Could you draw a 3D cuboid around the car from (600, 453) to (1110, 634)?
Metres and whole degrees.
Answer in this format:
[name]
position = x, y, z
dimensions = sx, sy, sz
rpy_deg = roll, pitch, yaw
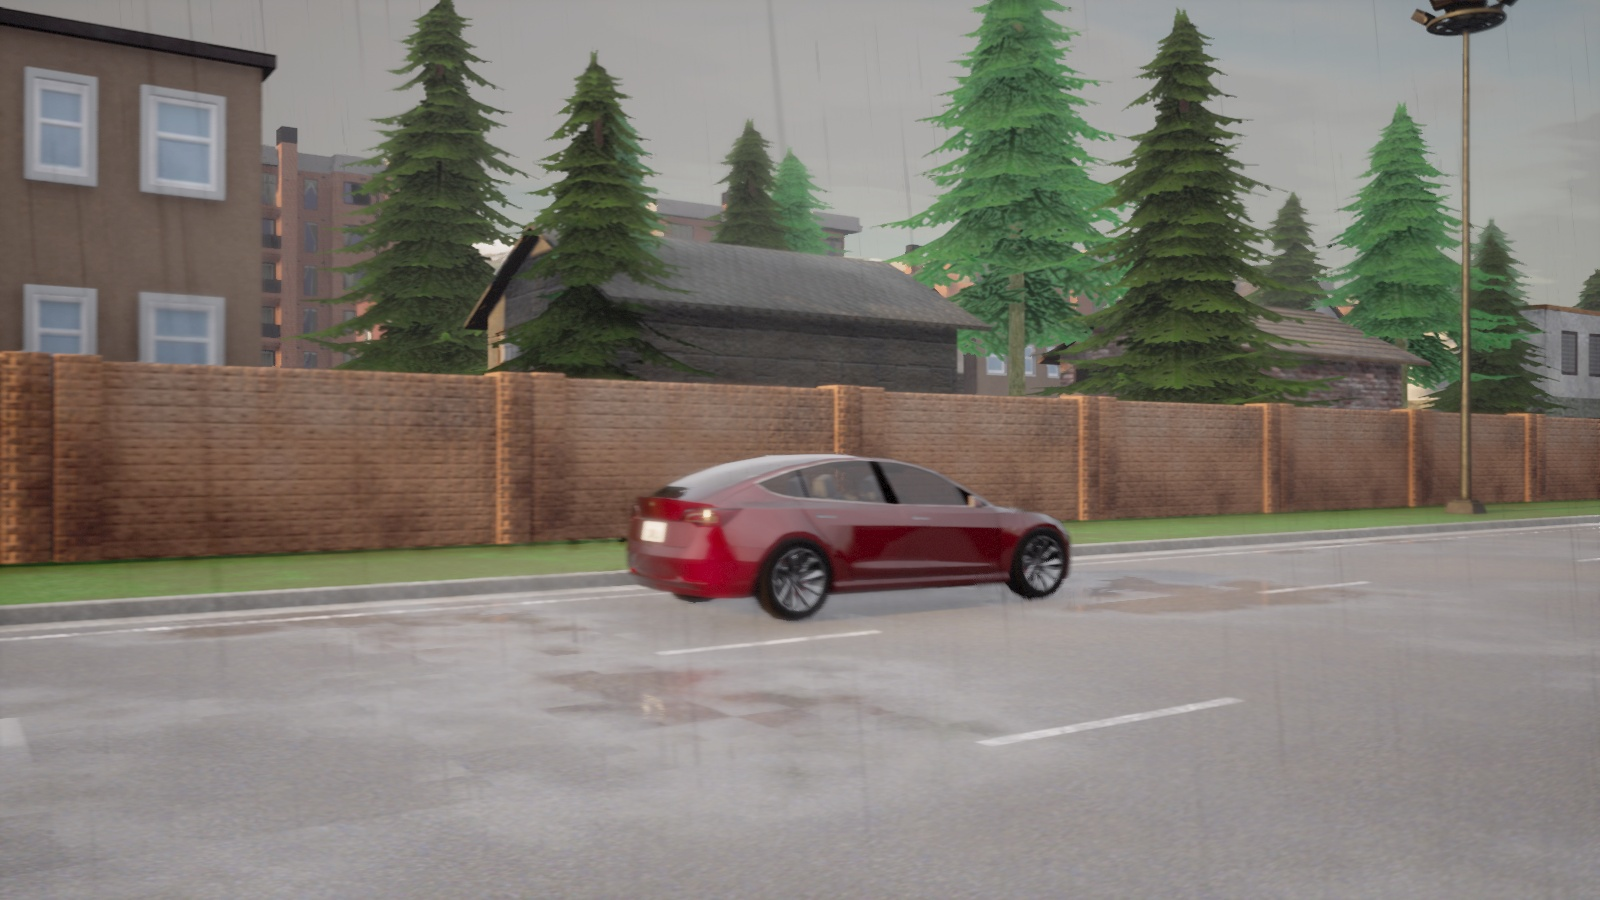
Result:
[car]
position = 0.652, 0.777, 12.641
dimensions = 4.792, 1.488, 2.163
rpy_deg = 0, 0, -35
